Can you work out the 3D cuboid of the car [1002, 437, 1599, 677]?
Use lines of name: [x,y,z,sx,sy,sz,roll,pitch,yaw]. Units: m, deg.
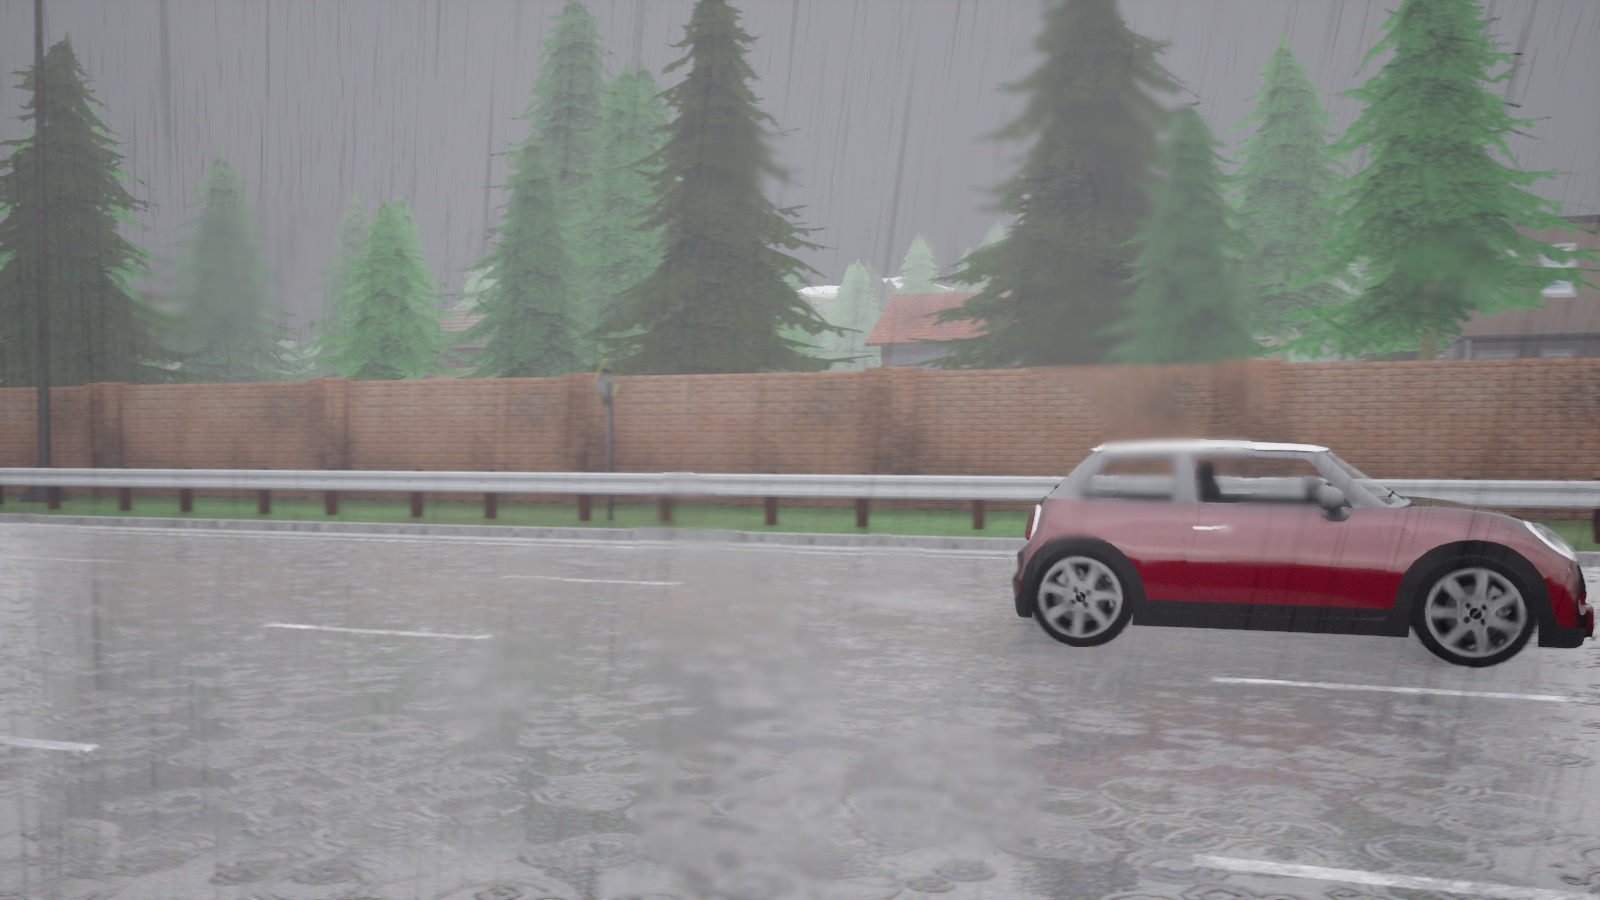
car: [3.577,0.655,9.374,3.806,1.475,1.970,1,1,19]
